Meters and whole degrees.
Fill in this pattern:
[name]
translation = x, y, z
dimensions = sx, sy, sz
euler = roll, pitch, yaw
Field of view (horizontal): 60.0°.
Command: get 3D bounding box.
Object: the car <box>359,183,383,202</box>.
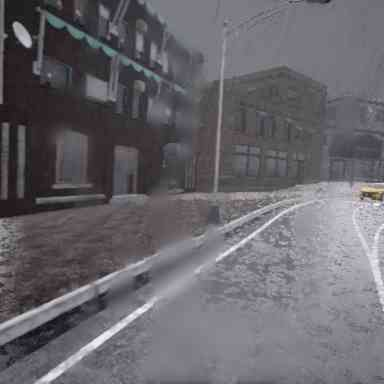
[car]
translation = 16.957, -0.043, 29.847
dimensions = 5.008, 1.535, 1.882
euler = -1, 5, -37
